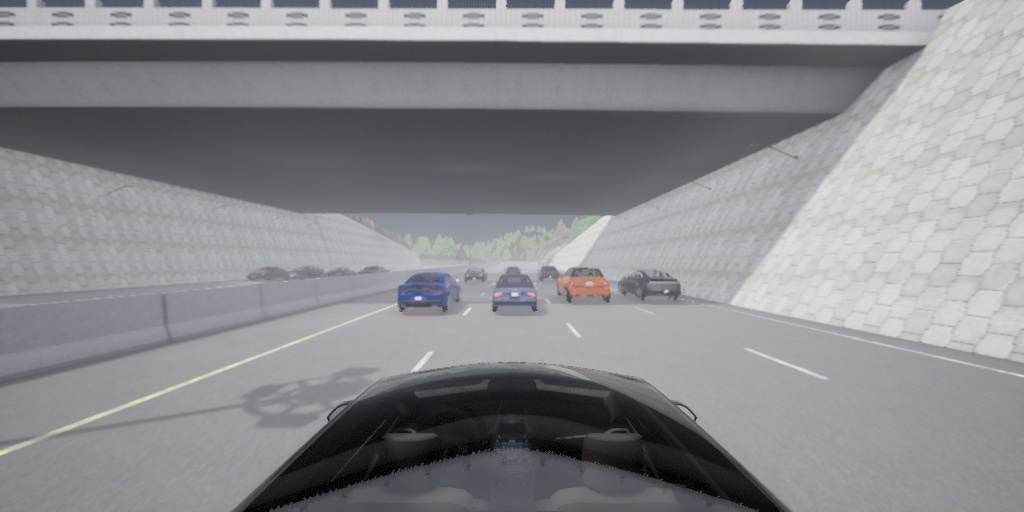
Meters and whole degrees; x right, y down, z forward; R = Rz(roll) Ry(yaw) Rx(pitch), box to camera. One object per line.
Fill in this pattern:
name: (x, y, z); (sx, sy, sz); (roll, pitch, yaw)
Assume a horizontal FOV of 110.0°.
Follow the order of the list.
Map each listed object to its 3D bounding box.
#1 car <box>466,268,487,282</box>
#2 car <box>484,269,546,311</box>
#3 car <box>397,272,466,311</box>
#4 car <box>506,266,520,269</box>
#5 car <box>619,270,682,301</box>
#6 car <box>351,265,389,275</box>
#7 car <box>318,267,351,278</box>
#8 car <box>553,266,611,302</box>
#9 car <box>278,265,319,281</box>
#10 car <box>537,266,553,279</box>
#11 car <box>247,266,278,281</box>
car: (-3.388, 1.794, 34.452); (1.895, 1.301, 4.718); (0, -1, 0)
car: (0.106, 1.486, 15.621); (2.033, 1.411, 5.357); (0, -1, 0)
car: (-3.393, 1.413, 15.456); (1.882, 1.535, 5.008); (0, -1, 0)
car: (0.096, 1.750, 36.758); (1.812, 1.442, 4.674); (0, -1, 0)
car: (7.109, 1.475, 18.932); (2.128, 1.511, 4.902); (0, -1, 0)
car: (-14.084, 1.697, 36.477); (1.882, 1.535, 5.008); (0, -1, 0)
car: (-17.583, 1.790, 36.964); (1.994, 1.385, 4.181); (0, -1, 0)
car: (3.607, 1.334, 18.801); (2.097, 1.767, 4.553); (0, -1, 0)
car: (-21.081, 1.717, 36.813); (2.128, 1.511, 4.902); (0, -1, 0)
car: (3.611, 1.720, 36.001); (1.837, 1.490, 4.892); (0, -1, 0)
car: (-24.582, 1.744, 36.424); (1.812, 1.442, 4.674); (0, -1, 0)
